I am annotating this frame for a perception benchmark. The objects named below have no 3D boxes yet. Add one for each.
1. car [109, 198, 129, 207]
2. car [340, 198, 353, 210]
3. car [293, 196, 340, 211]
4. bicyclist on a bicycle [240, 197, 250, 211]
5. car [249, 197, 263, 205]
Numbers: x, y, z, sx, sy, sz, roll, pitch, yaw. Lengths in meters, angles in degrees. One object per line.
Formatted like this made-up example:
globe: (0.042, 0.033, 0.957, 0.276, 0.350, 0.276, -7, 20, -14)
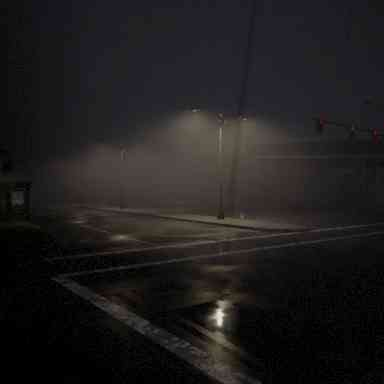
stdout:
car: (-11.165, 1.564, 50.694, 1.994, 1.385, 4.181, 0, 0, -35)
car: (18.095, 1.456, 42.034, 1.970, 1.475, 3.806, 0, 0, -35)
car: (13.834, 1.295, 38.106, 2.242, 1.667, 4.611, 0, 0, -35)
bicyclist on a bicycle: (6.255, 1.430, 39.740, 1.656, 1.620, 0.582, -6, -7, -37)
car: (11.983, 1.564, 61.128, 1.994, 1.385, 4.181, 0, 0, 29)
